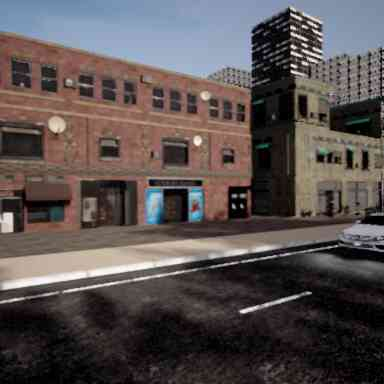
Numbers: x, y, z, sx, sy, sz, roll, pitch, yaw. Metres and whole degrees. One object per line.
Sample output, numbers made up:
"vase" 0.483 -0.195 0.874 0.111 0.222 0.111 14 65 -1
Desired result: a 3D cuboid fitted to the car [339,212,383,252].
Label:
"car" 7.704 1.546 13.052 4.674 1.442 1.812 0 0 -36
